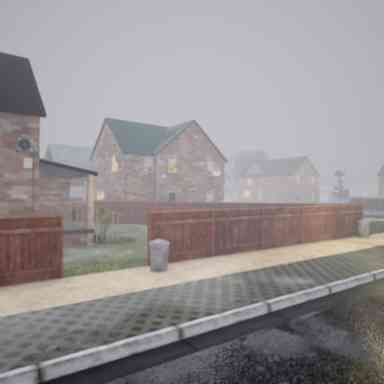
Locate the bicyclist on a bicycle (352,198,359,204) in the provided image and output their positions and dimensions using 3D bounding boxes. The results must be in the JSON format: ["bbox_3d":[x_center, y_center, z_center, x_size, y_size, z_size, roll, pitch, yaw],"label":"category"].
[{"bbox_3d":[18.480,1.464,37.625,1.656,1.620,0.582,1,0,-36],"label":"bicyclist on a bicycle"}]
